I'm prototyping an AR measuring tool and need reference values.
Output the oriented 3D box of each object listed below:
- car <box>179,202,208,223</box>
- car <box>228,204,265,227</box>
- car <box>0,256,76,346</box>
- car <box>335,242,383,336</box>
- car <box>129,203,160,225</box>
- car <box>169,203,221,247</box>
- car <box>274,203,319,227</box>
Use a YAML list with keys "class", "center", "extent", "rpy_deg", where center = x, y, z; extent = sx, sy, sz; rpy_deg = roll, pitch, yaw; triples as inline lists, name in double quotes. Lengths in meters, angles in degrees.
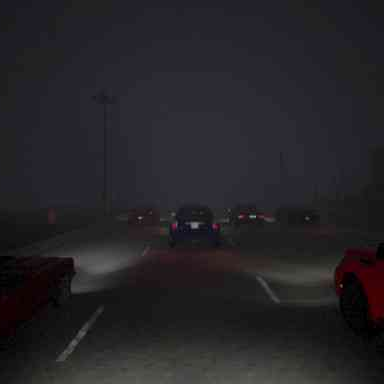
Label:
- class: "car"
  center: [0.098, 1.544, 26.425]
  extent: [2.033, 1.411, 5.357]
  rpy_deg: [0, 0, 0]
- class: "car"
  center: [3.599, 1.544, 22.659]
  extent: [2.033, 1.411, 5.357]
  rpy_deg: [0, 0, 0]
- class: "car"
  center: [-3.399, 1.600, 5.002]
  extent: [1.895, 1.301, 4.718]
  rpy_deg: [0, 0, 0]
- class: "car"
  center: [3.599, 1.219, 3.531]
  extent: [2.150, 2.045, 5.566]
  rpy_deg: [0, 0, 0]
- class: "car"
  center: [-3.403, 1.522, 24.186]
  extent: [1.812, 1.442, 4.674]
  rpy_deg: [0, 0, 0]
- class: "car"
  center: [0.101, 1.349, 15.070]
  extent: [2.097, 1.767, 4.553]
  rpy_deg: [0, 0, 0]
- class: "car"
  center: [7.099, 1.474, 22.970]
  extent: [1.882, 1.535, 5.008]
  rpy_deg: [0, 0, 0]
